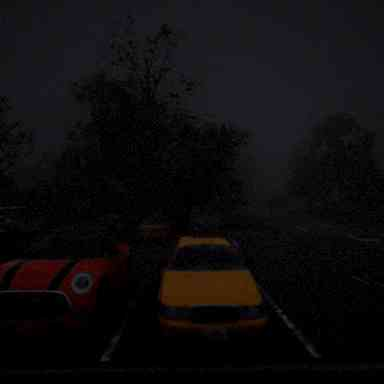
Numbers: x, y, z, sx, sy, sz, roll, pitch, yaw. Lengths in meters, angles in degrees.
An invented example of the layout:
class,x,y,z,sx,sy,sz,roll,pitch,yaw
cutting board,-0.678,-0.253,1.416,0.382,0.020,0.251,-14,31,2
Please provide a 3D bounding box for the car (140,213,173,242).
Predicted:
class,x,y,z,sx,sy,sz,roll,pitch,yaw
car,-2.079,2.027,19.846,1.946,1.575,5.366,0,-2,-1

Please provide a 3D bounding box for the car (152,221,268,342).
class,x,y,z,sx,sy,sz,roll,pitch,yaw
car,0.279,1.674,7.251,1.946,1.575,5.366,0,-2,-1

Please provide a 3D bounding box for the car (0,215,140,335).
class,x,y,z,sx,sy,sz,roll,pitch,yaw
car,-2.643,1.573,7.421,2.185,1.767,4.553,0,-2,-1

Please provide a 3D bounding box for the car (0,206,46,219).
class,x,y,z,sx,sy,sz,roll,pitch,yaw
car,-10.456,1.859,19.496,2.435,2.045,5.566,-1,-2,-1

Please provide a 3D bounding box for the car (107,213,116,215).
class,x,y,z,sx,sy,sz,roll,pitch,yaw
car,-4.740,2.048,19.801,1.946,1.575,5.366,-1,-2,-1

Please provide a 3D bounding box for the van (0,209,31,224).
class,x,y,z,sx,sy,sz,roll,pitch,yaw
van,-5.682,1.504,7.456,1.878,1.987,4.442,-1,-2,-1

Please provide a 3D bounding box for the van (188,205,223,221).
class,x,y,z,sx,sy,sz,roll,pitch,yaw
van,0.718,1.781,19.598,1.878,1.987,4.442,0,-2,-1
